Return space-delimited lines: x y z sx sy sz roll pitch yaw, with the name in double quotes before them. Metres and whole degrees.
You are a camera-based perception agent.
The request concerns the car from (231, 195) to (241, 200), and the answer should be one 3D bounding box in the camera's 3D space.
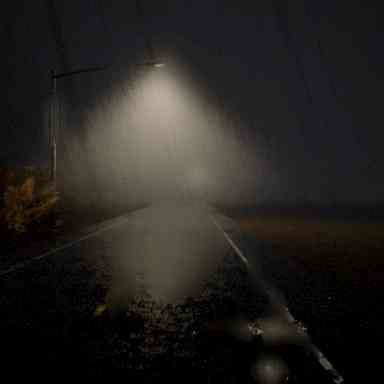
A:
"car" 13.228 1.584 92.641 4.902 1.511 2.128 0 0 -2
